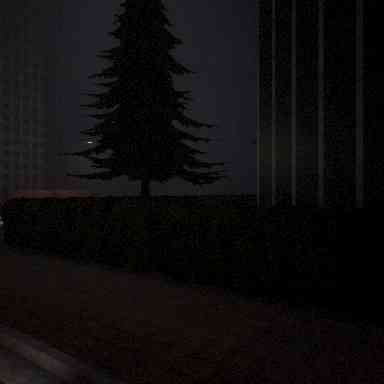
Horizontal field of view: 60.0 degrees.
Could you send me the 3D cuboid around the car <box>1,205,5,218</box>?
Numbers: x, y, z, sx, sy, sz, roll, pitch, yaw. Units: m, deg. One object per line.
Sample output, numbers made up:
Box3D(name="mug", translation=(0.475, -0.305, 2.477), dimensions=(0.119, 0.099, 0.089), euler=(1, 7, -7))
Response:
Box3D(name="car", translation=(-13.066, 1.560, 28.373), dimensions=(1.837, 1.490, 4.892), euler=(0, 0, 36))
